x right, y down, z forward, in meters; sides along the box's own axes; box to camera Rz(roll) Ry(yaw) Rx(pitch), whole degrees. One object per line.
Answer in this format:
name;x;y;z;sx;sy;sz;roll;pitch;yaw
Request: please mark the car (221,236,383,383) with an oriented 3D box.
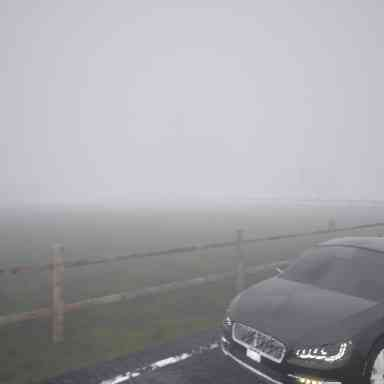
car;2.613;1.504;5.028;4.892;1.490;1.837;0;0;-37
